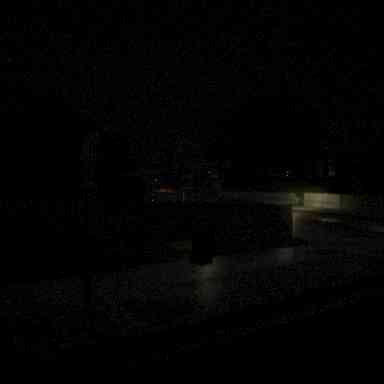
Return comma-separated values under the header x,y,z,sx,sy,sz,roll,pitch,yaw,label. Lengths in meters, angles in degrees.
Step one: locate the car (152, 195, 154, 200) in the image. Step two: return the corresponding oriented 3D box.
x,y,z,sx,sy,sz,roll,pitch,yaw,label
-5.051,0.755,54.774,1.895,1.301,4.718,0,1,-27,car
